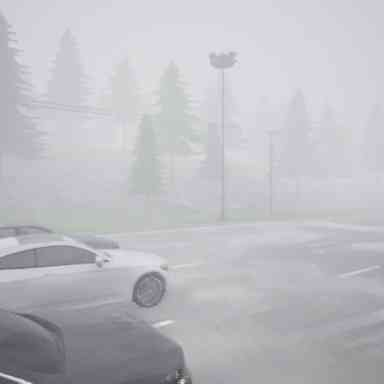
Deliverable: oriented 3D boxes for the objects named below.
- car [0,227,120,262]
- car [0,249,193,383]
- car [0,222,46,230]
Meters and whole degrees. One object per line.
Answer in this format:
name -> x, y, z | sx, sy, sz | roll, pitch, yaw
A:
car -> -2.578, 1.526, 6.208 | 4.674, 1.442, 1.812 | 0, 0, -36
car -> -2.228, 1.505, 2.157 | 4.892, 1.490, 1.837 | 0, 0, -36
car -> -4.673, 1.547, 9.011 | 5.357, 1.411, 2.033 | 0, 0, -36
